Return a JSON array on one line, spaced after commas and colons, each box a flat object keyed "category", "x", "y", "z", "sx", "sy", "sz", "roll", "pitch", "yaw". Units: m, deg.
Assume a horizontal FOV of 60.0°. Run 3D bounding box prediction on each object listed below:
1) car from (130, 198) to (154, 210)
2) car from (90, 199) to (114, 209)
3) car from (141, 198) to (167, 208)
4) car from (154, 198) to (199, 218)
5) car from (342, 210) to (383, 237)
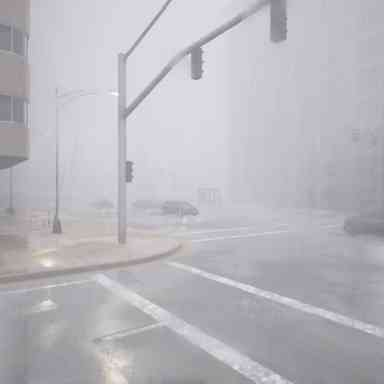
[{"category": "car", "x": -6.227, "y": 1.547, "z": 43.940, "sx": 2.033, "sy": 1.411, "sz": 5.357, "roll": 0, "pitch": 0, "yaw": -36}, {"category": "car", "x": -12.535, "y": 1.613, "z": 46.468, "sx": 1.895, "sy": 1.301, "sz": 4.718, "roll": 0, "pitch": 0, "yaw": -36}, {"category": "car", "x": -5.708, "y": 1.564, "z": 49.159, "sx": 1.994, "sy": 1.385, "sz": 4.181, "roll": 0, "pitch": 0, "yaw": -36}, {"category": "car", "x": -1.267, "y": 1.504, "z": 30.872, "sx": 1.837, "sy": 1.490, "sz": 4.892, "roll": 0, "pitch": 0, "yaw": -36}, {"category": "car", "x": 9.558, "y": 1.564, "z": 16.040, "sx": 1.994, "sy": 1.385, "sz": 4.181, "roll": 0, "pitch": 0, "yaw": -36}]
